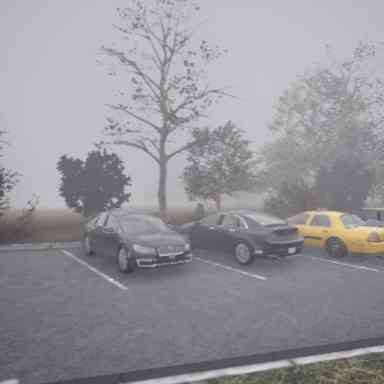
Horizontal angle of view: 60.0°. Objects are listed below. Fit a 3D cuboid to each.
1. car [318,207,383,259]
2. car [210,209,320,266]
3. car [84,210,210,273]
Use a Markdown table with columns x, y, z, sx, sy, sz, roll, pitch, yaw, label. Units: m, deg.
| x | y | z | sx | sy | sz | roll | pitch | yaw | label |
| --- | --- | --- | --- | --- | --- | --- | --- | --- | --- |
| 4.548 | 1.350 | 12.251 | 1.946 | 1.575 | 5.366 | 0 | 0 | -35 | car |
| 1.386 | 1.352 | 11.208 | 2.231 | 1.521 | 4.892 | 0 | 0 | -35 | car |
| -1.893 | 1.348 | 10.331 | 2.231 | 1.521 | 4.892 | 0 | 0 | -35 | car |
